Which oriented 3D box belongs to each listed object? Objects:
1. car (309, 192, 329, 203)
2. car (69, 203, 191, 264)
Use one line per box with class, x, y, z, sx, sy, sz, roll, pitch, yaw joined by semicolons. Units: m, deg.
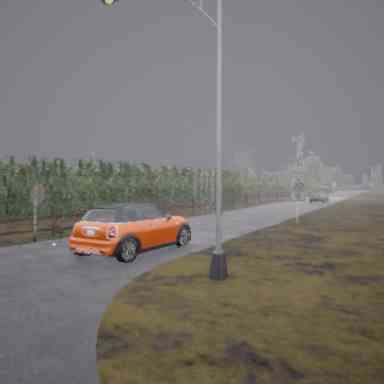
car;16.106;0.642;42.184;2.033;1.411;5.357;1;2;29
car;-1.887;1.162;11.533;2.097;1.767;4.553;1;1;30
